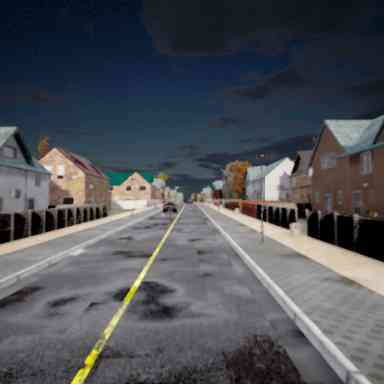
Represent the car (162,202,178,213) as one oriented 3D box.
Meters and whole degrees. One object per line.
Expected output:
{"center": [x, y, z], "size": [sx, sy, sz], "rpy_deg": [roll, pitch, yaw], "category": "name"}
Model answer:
{"center": [-2.988, 2.085, 45.730], "size": [1.882, 1.535, 5.008], "rpy_deg": [0, -1, 0], "category": "car"}
